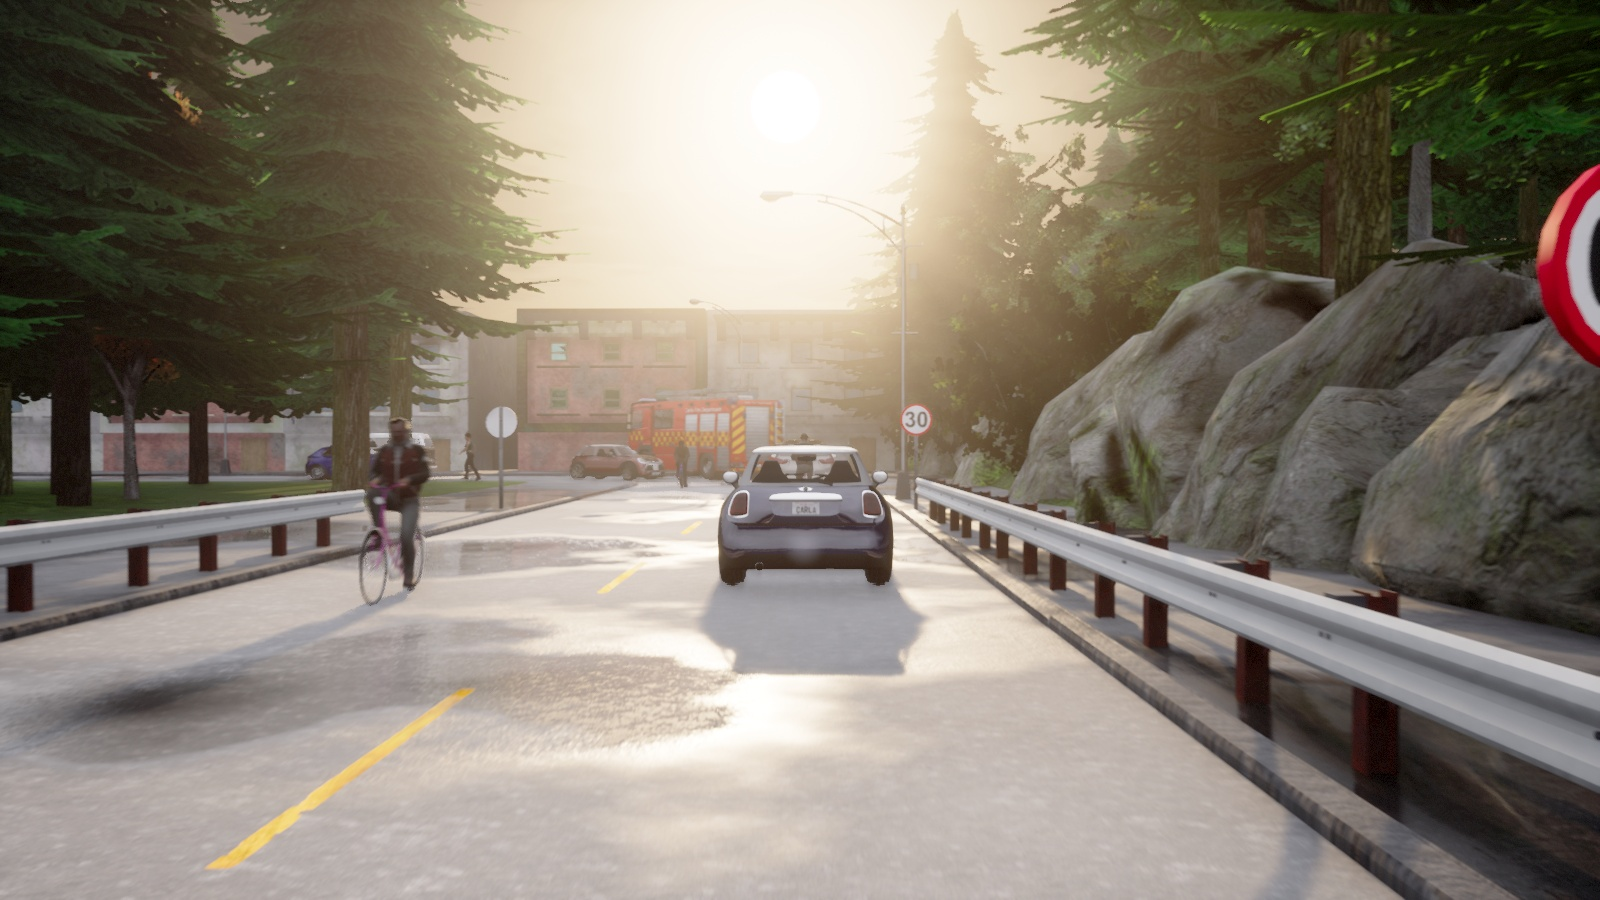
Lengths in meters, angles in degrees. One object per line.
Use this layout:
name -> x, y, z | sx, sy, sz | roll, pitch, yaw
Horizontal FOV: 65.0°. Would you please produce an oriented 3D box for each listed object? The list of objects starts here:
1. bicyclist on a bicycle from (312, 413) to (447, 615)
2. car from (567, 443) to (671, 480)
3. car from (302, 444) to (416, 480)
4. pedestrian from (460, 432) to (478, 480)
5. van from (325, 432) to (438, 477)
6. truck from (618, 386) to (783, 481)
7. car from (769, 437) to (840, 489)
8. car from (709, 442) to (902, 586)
bicyclist on a bicycle -> -3.944, 0.559, 11.937 | 0.659, 1.776, 1.843 | 0, 0, 0
car -> -7.472, 0.470, 51.765 | 3.806, 1.475, 1.970 | 0, 0, 27
car -> -18.687, 0.500, 53.350 | 4.193, 1.474, 1.816 | 0, 0, 0
pedestrian -> -12.660, 0.226, 47.978 | 0.594, 1.836, 0.345 | 0, 0, 1
van -> -19.060, 0.192, 57.353 | 4.480, 2.038, 2.069 | 0, 0, 1
truck -> -4.501, -0.672, 54.897 | 2.891, 3.827, 8.468 | 0, 0, -39
car -> 0.133, 0.398, 42.019 | 2.242, 1.667, 4.611 | 0, 0, 0
car -> 0.063, 0.644, 14.732 | 1.970, 1.475, 3.806 | 0, 0, 0
